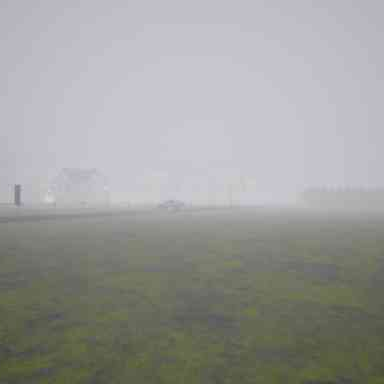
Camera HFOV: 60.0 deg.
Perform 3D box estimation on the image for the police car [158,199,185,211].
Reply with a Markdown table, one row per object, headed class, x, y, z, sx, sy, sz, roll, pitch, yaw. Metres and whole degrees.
| class | x | y | z | sx | sy | sz | roll | pitch | yaw |
| --- | --- | --- | --- | --- | --- | --- | --- | --- | --- |
| police car | -3.098 | 1.883 | 49.794 | 1.930 | 1.638 | 5.238 | 1 | 0 | 35 |
